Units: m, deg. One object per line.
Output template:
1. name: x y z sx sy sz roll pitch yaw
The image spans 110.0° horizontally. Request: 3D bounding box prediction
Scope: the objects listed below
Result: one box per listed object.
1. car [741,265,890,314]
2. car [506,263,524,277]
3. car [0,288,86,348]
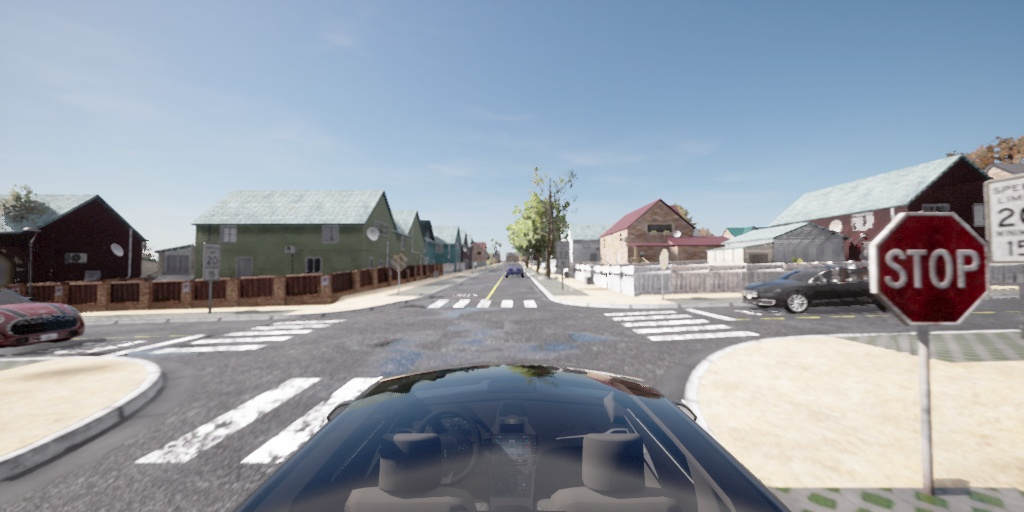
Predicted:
1. car: 10.506 1.082 12.170 4.892 1.490 1.837 -2 -2 2
2. car: 0.339 1.618 43.262 2.097 1.767 4.553 0 -1 0
3. car: -14.031 1.532 9.147 4.553 1.767 2.097 -2 -2 0
